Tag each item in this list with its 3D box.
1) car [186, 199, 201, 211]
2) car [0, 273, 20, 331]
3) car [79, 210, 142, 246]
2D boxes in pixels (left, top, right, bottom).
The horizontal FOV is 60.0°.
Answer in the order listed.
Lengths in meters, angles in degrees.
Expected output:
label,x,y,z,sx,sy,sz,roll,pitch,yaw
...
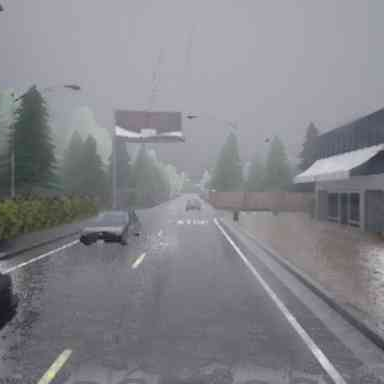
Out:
label,x,y,z,sx,sy,sz,roll,pitch,yaw
car,0.177,1.611,42.337,2.033,1.411,5.357,0,2,0
car,-3.597,1.546,2.804,2.033,1.411,5.357,0,0,0
car,-3.548,1.545,15.585,2.033,1.411,5.357,0,0,0
